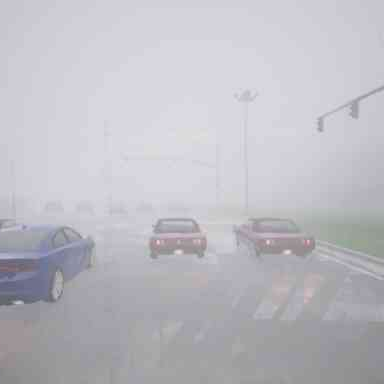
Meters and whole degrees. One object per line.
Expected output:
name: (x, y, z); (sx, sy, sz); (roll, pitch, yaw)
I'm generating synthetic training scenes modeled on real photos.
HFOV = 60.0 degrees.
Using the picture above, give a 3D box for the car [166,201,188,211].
car: (-1.933, 1.773, 40.003); (1.895, 1.301, 4.718); (0, 0, -15)

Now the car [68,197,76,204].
car: (-27.303, 1.892, 70.529); (5.357, 1.411, 2.033); (0, 0, 37)

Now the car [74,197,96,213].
car: (-12.971, 1.701, 40.383); (1.837, 1.490, 4.892); (0, 0, -16)

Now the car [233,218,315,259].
car: (2.893, 1.650, 12.931); (1.895, 1.301, 4.718); (0, 0, -5)

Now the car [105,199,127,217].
car: (-7.605, 1.706, 34.070); (2.033, 1.411, 5.357); (0, 0, -14)

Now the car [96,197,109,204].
car: (-19.477, 1.871, 73.050); (4.674, 1.442, 1.812); (0, 0, 44)

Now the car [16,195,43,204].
car: (-35.574, 1.599, 71.805); (5.566, 2.045, 2.150); (0, 0, 26)

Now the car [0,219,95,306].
car: (-3.783, 1.520, 8.237); (1.882, 1.535, 5.008); (0, 0, -3)

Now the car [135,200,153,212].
car: (-6.066, 1.713, 41.682); (1.812, 1.442, 4.674); (0, 0, -16)

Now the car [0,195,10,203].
car: (-41.269, 1.606, 70.654); (5.566, 2.045, 2.150); (0, 0, 23)

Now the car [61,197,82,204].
car: (-27.049, 1.869, 74.719); (4.892, 1.490, 1.837); (0, 0, 33)

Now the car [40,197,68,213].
car: (-16.549, 1.694, 40.151); (2.128, 1.511, 4.902); (0, 0, -17)

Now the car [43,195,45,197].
car: (-35.952, 1.618, 75.953); (5.566, 2.045, 2.150); (0, 0, 23)

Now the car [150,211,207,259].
car: (-0.625, 1.657, 12.955); (1.895, 1.301, 4.718); (0, 0, -5)
